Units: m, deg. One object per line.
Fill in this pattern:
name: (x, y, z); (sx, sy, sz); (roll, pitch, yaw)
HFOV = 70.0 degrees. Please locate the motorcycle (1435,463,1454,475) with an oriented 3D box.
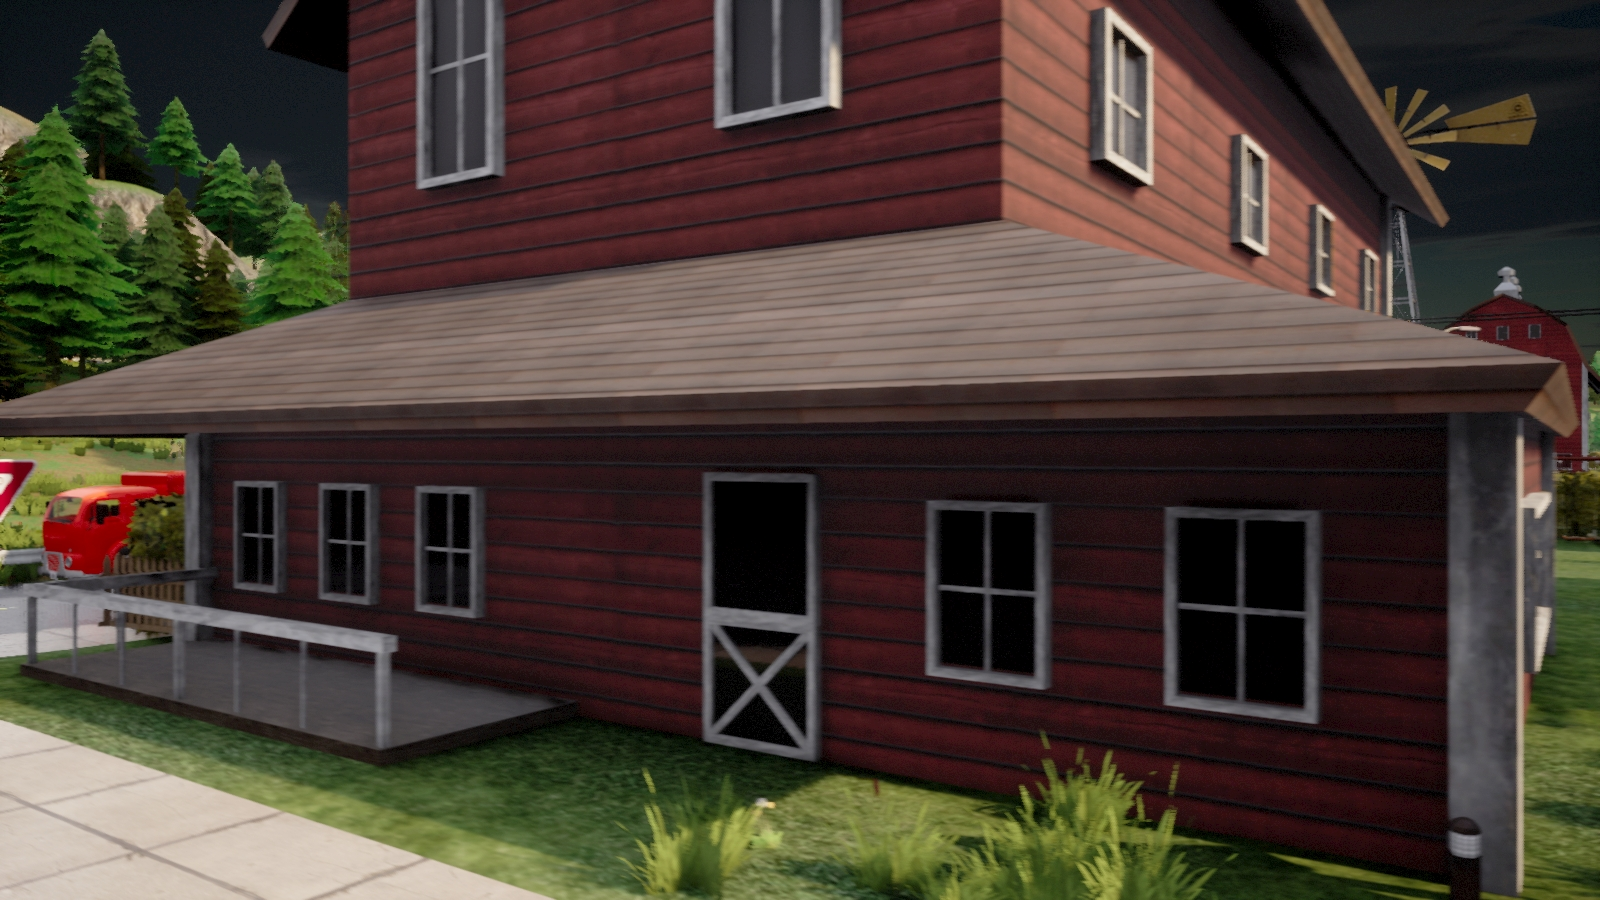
motorcycle: (72.655, 2.142, 128.760); (1.805, 1.316, 0.856); (0, 0, 36)
